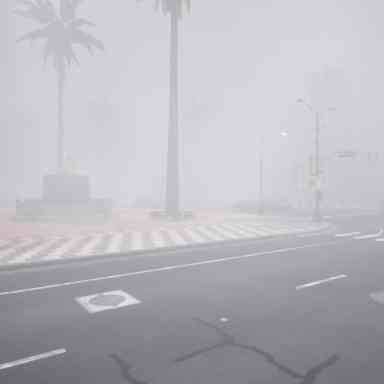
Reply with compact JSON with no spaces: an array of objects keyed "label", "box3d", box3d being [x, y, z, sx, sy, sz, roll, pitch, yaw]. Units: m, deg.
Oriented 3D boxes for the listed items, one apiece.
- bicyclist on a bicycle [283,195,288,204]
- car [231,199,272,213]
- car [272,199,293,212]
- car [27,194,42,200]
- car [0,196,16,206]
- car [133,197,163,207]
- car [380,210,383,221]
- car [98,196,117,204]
[{"label":"bicyclist on a bicycle","box3d":[15.280,1.300,54.441,0.582,1.620,1.656,0,0,42]},{"label":"car","box3d":[6.371,1.563,37.277,1.994,1.385,4.181,0,0,-40]},{"label":"car","box3d":[9.249,1.547,39.431,2.033,1.411,5.357,0,0,-39]},{"label":"car","box3d":[-26.037,1.221,58.550,5.566,2.045,2.150,0,0,-10]},{"label":"car","box3d":[-31.100,1.505,53.609,4.892,1.490,1.837,0,0,-16]},{"label":"car","box3d":[-6.644,1.525,50.420,4.674,1.442,1.812,0,0,17]},{"label":"car","box3d":[13.637,1.547,20.991,2.033,1.411,5.357,0,0,12]},{"label":"car","box3d":[-15.829,1.491,59.107,4.902,1.511,2.128,0,0,2]}]
